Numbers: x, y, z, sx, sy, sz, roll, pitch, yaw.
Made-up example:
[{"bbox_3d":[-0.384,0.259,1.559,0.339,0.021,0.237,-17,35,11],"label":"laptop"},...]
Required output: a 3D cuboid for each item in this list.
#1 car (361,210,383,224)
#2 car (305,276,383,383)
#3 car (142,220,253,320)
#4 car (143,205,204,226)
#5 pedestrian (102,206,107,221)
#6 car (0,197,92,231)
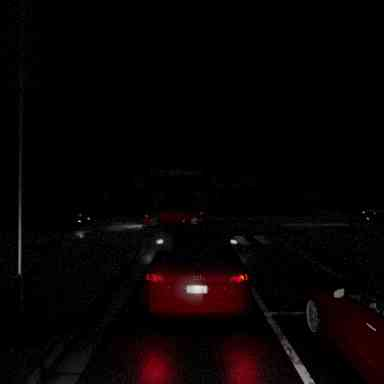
[{"bbox_3d":[14.268,1.497,22.789,4.718,1.301,1.895,0,-1,0],"label":"car"},{"bbox_3d":[2.658,1.583,3.730,1.802,1.307,4.206,1,0,0],"label":"car"},{"bbox_3d":[0.108,1.566,7.453,1.994,1.385,4.181,0,0,1],"label":"car"},{"bbox_3d":[-1.249,1.603,22.881,4.181,1.385,1.994,-1,-1,0],"label":"car"},{"bbox_3d":[-6.774,1.671,25.823,0.500,1.100,0.500,0,0,0],"label":"pedestrian"},{"bbox_3d":[-8.979,1.285,19.984,5.566,2.045,2.150,-1,-1,0],"label":"car"}]
